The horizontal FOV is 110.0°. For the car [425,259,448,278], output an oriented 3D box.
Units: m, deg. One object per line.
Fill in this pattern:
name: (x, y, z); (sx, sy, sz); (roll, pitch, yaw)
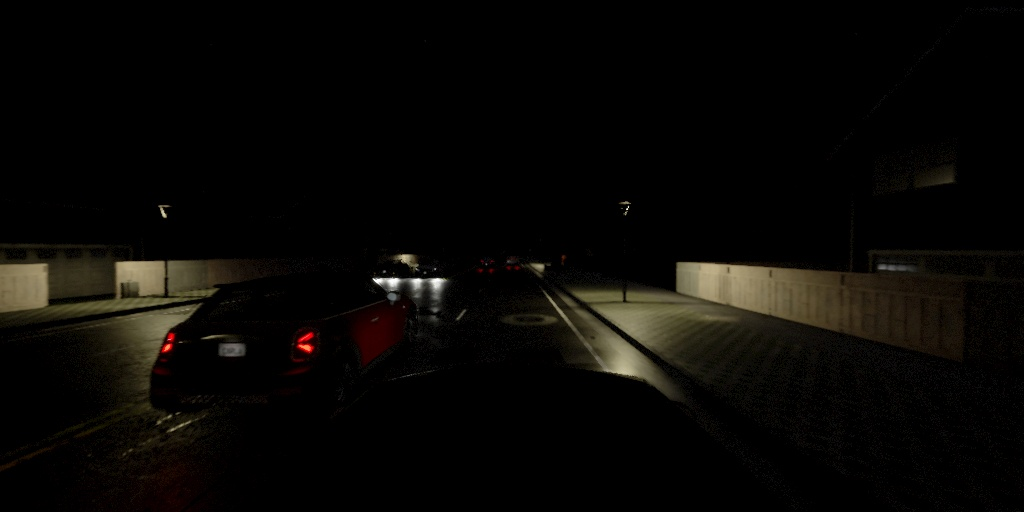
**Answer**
car: (-6.594, 0.962, 29.507); (1.812, 1.442, 4.674); (0, 1, 0)

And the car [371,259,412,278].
car: (-9.843, 0.999, 29.618); (1.994, 1.385, 4.181); (0, 1, 0)

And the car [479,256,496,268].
car: (-3.151, 0.776, 46.676); (1.812, 1.442, 4.674); (0, 0, 0)

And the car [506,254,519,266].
car: (0.099, 0.782, 53.149); (1.895, 1.301, 4.718); (0, 1, 0)

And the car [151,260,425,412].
car: (-3.148, 1.051, 6.160); (2.097, 1.767, 4.553); (0, 1, 0)
